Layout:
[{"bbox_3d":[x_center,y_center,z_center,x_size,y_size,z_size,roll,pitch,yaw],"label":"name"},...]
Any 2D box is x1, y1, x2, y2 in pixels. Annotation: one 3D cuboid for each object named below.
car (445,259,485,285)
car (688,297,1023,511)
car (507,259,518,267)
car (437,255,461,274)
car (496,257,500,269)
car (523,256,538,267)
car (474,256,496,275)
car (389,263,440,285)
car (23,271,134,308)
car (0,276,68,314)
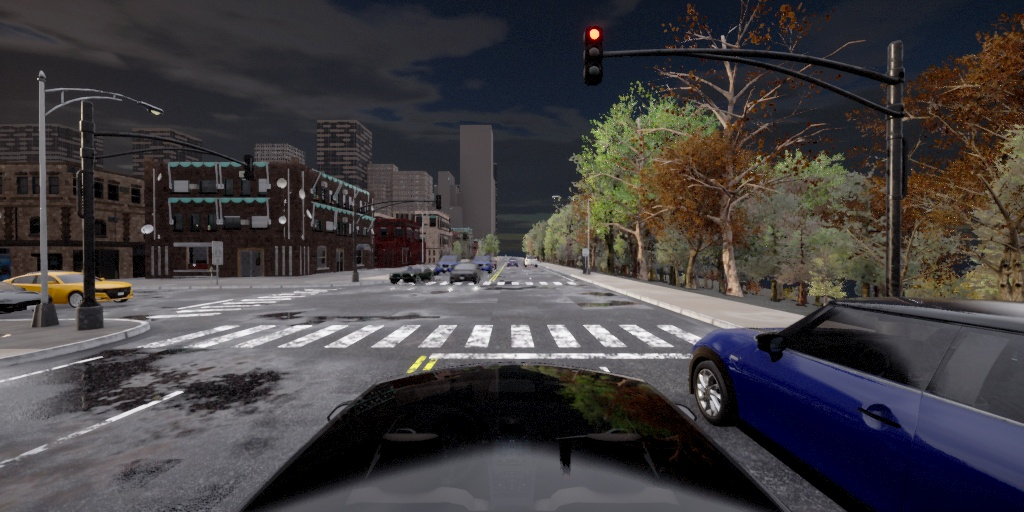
[{"bbox_3d":[-3.337,1.220,26.387,1.882,1.535,5.008,0,0,0],"label":"car"},{"bbox_3d":[3.351,1.102,2.850,2.097,1.767,4.553,0,0,0],"label":"car"},{"bbox_3d":[0.102,1.252,64.506,1.812,1.442,4.674,0,0,0],"label":"car"},{"bbox_3d":[-6.589,0.959,38.235,2.150,2.045,5.566,0,0,0],"label":"car"},{"bbox_3d":[-3.333,1.083,53.134,2.097,1.767,4.553,0,0,0],"label":"car"},{"bbox_3d":[3.355,0.948,63.657,2.150,2.045,5.566,0,0,0],"label":"car"},{"bbox_3d":[-3.341,0.960,40.140,2.150,2.045,5.566,0,0,0],"label":"car"},{"bbox_3d":[-7.125,1.344,26.114,1.895,1.301,4.718,0,0,7],"label":"car"},{"bbox_3d":[-20.009,1.450,16.003,5.008,1.535,1.882,-1,1,-1],"label":"car"},{"bbox_3d":[-19.946,1.565,13.307,4.313,1.339,1.948,0,0,0],"label":"car"}]
